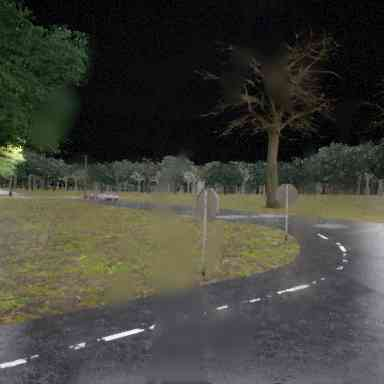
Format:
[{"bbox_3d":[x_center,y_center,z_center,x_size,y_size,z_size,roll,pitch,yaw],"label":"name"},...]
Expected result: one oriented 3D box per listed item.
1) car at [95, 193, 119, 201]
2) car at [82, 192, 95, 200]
[{"bbox_3d":[-13.529,0.767,53.488,1.895,1.301,4.718,2,-1,-34],"label":"car"},{"bbox_3d":[-18.266,0.733,60.042,1.895,1.301,4.718,2,-1,-36],"label":"car"}]
